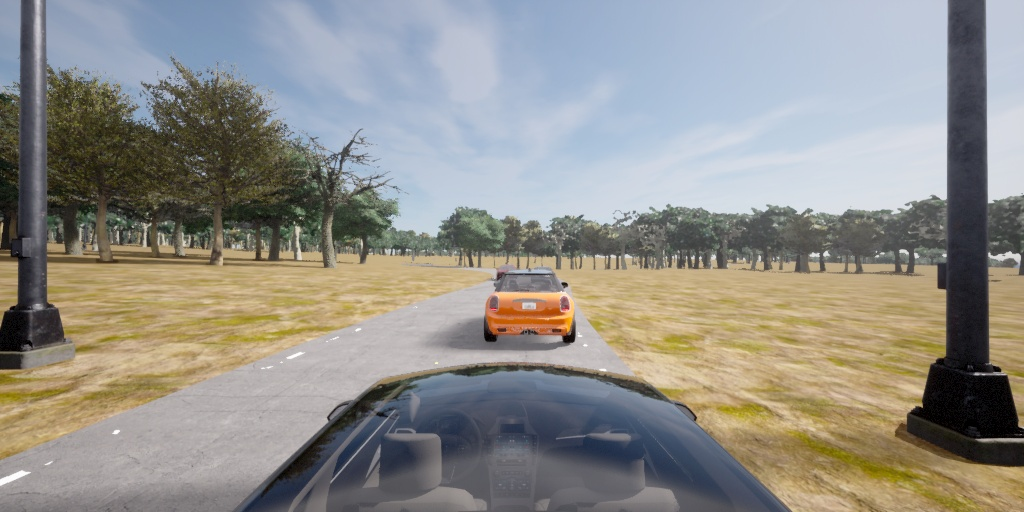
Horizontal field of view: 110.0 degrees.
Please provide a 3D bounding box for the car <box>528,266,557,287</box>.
[{"bbox_3d":[2.430,1.530,28.206,2.033,1.411,5.357,0,-1,5],"label":"car"}]

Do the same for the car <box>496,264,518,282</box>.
[{"bbox_3d":[-0.426,1.545,34.297,1.882,1.535,5.008,0,-1,2],"label":"car"}]

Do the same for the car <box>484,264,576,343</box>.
[{"bbox_3d":[0.520,1.130,9.991,2.097,1.767,4.553,0,0,4],"label":"car"}]
